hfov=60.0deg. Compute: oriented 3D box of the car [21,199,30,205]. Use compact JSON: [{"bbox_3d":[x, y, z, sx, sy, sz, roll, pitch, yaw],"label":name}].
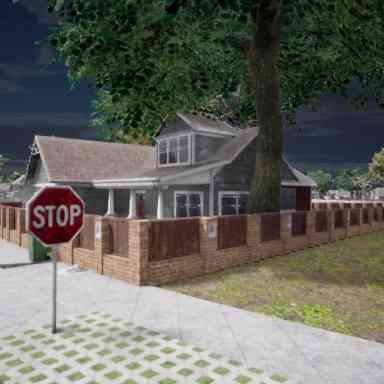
[{"bbox_3d":[-31.962,2.057,65.280,2.128,1.511,4.902,1,-1,3],"label":"car"}]
